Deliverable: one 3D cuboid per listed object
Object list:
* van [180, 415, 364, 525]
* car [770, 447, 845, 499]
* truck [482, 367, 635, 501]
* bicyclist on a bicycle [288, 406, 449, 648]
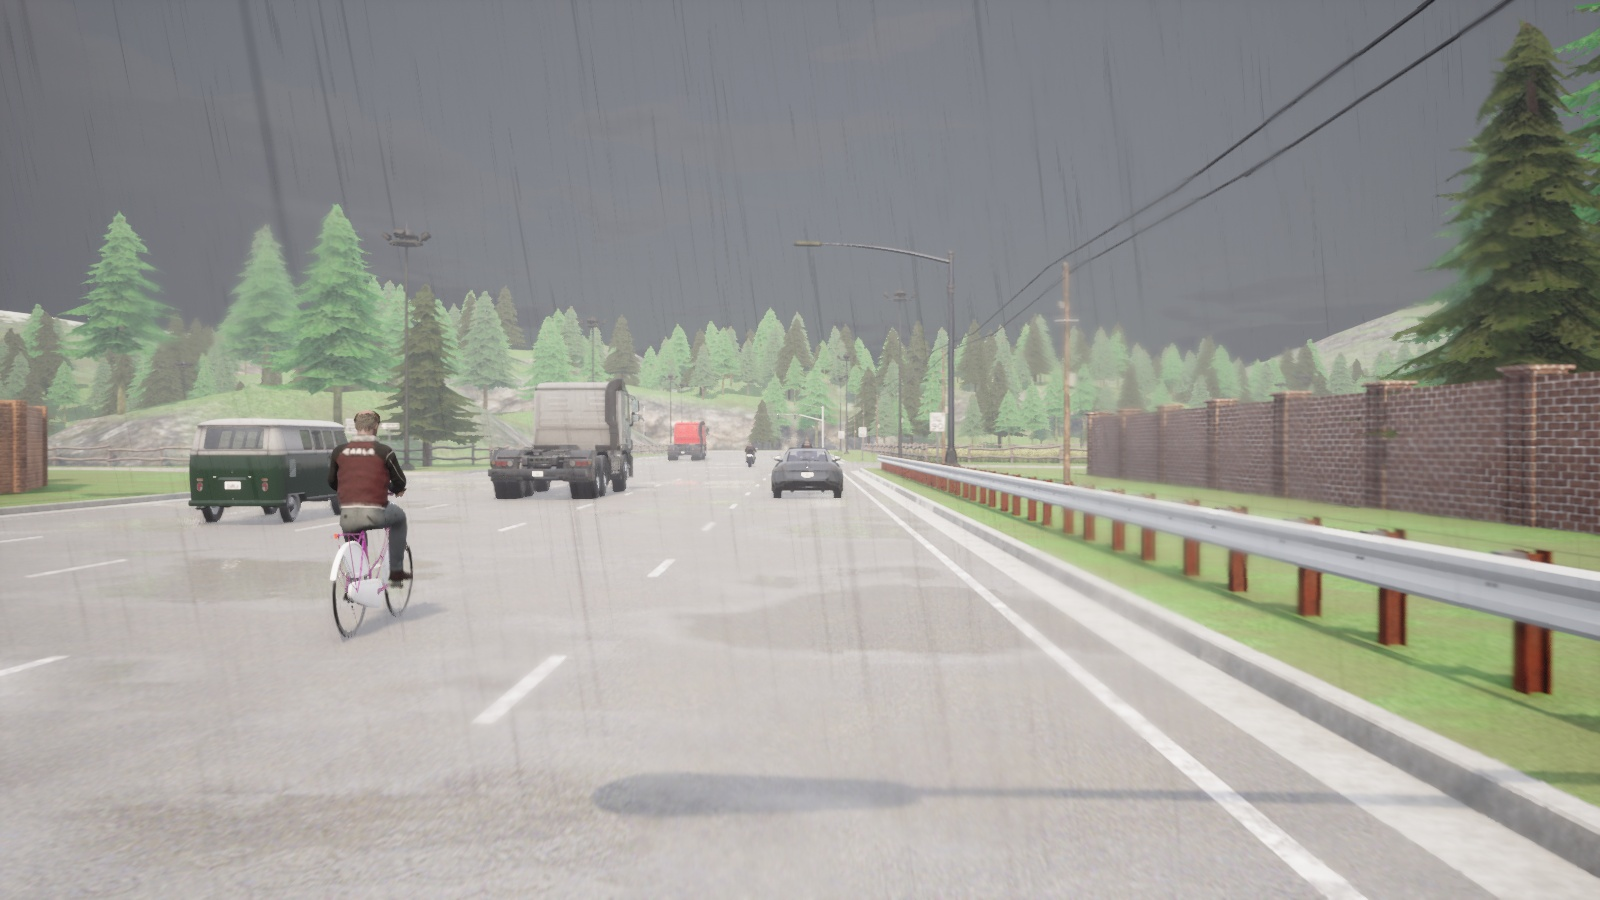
[{"bbox_3d":[-10.349,0.353,24.988,1.775,1.987,4.442,0,0,0],"label":"van"},{"bbox_3d":[0.209,0.614,35.581,1.994,1.385,4.181,0,0,0],"label":"car"},{"bbox_3d":[-6.786,-0.443,36.538,2.891,3.462,7.936,0,0,0],"label":"truck"},{"bbox_3d":[-3.431,0.558,10.164,0.659,1.776,1.843,0,1,0],"label":"bicyclist on a bicycle"}]
